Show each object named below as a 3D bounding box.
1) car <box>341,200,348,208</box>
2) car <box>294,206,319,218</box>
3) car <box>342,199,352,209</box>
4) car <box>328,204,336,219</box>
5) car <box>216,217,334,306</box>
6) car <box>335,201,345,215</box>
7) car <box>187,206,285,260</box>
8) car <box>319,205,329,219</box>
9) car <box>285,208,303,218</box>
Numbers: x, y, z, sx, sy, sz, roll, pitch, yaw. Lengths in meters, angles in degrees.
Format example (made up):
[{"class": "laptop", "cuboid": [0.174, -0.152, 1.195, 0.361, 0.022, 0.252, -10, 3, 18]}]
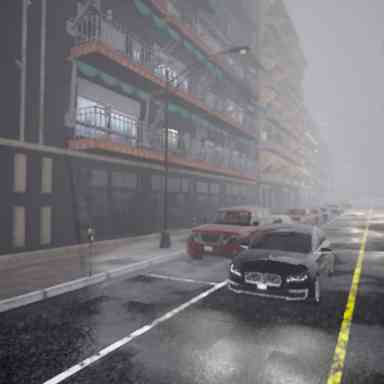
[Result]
[{"class": "car", "cuboid": [20.635, 2.236, 47.311, 1.752, 1.417, 4.829, 1, 0, 29]}, {"class": "car", "cuboid": [7.155, 1.784, 22.674, 1.967, 1.590, 4.097, 1, 0, 29]}, {"class": "car", "cuboid": [28.857, 2.245, 62.334, 2.192, 1.841, 5.009, 1, 0, 29]}, {"class": "car", "cuboid": [12.579, 2.059, 32.588, 1.947, 1.339, 4.313, 1, 0, 29]}, {"class": "car", "cuboid": [2.525, 1.639, 8.641, 1.837, 1.490, 4.892, 0, -1, 29]}, {"class": "car", "cuboid": [18.004, 2.185, 42.504, 1.887, 1.381, 4.507, 1, 0, 29]}, {"class": "car", "cuboid": [1.733, 1.509, 12.761, 2.192, 1.841, 5.009, 1, 0, 29]}, {"class": "car", "cuboid": [9.867, 1.963, 27.632, 1.887, 1.381, 4.507, 1, 0, 29]}, {"class": "car", "cuboid": [4.360, 1.792, 17.567, 1.752, 1.417, 4.829, 1, 0, 29]}]
